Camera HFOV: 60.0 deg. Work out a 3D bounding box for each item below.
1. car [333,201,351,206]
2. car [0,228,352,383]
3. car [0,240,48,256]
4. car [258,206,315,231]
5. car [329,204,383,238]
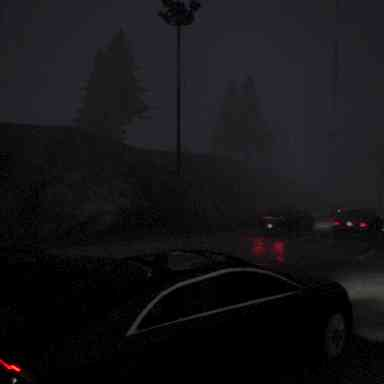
[{"bbox_3d":[15.583,1.687,34.384,1.812,1.442,4.674,0,0,32],"label":"car"},{"bbox_3d":[0.169,1.512,4.195,4.902,1.511,2.128,0,0,-38],"label":"car"},{"bbox_3d":[-3.403,1.575,5.713,5.357,1.411,2.033,0,0,-36],"label":"car"},{"bbox_3d":[5.644,1.584,19.506,2.128,1.511,4.902,0,0,39],"label":"car"},{"bbox_3d":[9.241,1.634,18.348,2.033,1.411,5.357,0,0,37],"label":"car"}]
